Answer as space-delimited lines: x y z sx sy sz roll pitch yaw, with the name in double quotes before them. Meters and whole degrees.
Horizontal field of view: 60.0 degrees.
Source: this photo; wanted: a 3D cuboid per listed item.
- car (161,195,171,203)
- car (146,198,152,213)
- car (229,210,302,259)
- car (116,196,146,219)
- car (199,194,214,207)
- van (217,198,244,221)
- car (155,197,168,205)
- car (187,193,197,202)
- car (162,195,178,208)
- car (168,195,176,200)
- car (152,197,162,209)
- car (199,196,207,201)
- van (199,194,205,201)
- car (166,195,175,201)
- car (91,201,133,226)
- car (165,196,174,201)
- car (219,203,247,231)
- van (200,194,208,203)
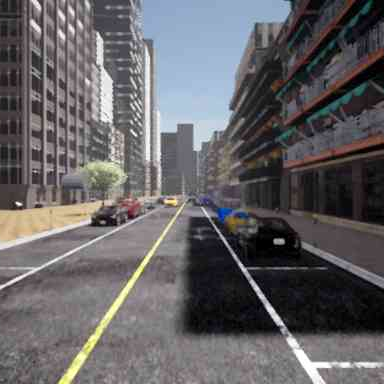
"car" -5.703 1.488 73.088 1.967 1.590 4.097 0 0 0
"car" -5.698 1.559 34.427 2.008 1.369 4.403 0 0 0
"car" 2.686 1.565 12.336 1.947 1.339 4.313 0 0 0
"car" -5.697 1.319 28.904 2.192 1.841 5.009 0 0 0
"car" 2.353 1.500 52.372 1.882 1.535 5.008 0 0 0
"van" 2.684 1.343 23.383 1.690 1.788 3.998 0 0 0
"car" -5.701 1.598 62.041 1.947 1.339 4.313 0 0 0
"car" -0.008 1.502 70.092 1.895 1.301 4.718 0 0 0
"car" -3.080 1.497 49.297 1.882 1.535 5.008 0 0 0
"car" -5.705 1.527 95.179 1.967 1.590 4.097 0 0 0
"car" -5.699 1.567 45.473 2.008 1.369 4.403 0 0 0
"car" 2.677 1.611 84.133 1.887 1.381 4.507 0 0 0
"van" 2.676 1.417 89.656 1.690 1.788 3.998 0 0 0
"car" -5.705 1.627 89.656 2.008 1.369 4.403 0 0 0
"car" -5.696 1.567 23.382 1.947 1.339 4.313 0 0 0
"car" -5.704 1.617 84.132 2.008 1.369 4.403 0 0 0
"car" 2.686 1.525 18.029 1.752 1.417 4.829 0 0 0
"van" 2.678 1.388 73.088 1.690 1.788 3.998 0 0 0
